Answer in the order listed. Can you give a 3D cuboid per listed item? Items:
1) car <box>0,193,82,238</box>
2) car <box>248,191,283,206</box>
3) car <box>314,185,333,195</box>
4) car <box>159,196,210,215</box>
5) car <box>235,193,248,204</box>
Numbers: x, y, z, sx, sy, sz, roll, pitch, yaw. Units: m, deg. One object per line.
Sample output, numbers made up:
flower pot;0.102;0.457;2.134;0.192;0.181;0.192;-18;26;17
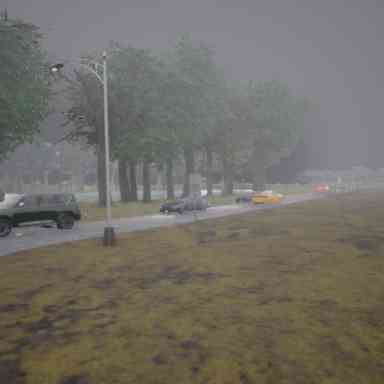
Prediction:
car;-8.535;1.085;17.324;2.150;2.045;5.566;-1;0;38
car;8.217;0.581;35.687;1.882;1.535;5.008;-1;1;35
car;21.650;-0.445;54.725;2.097;1.767;4.553;-1;2;35
car;-0.513;1.090;28.424;2.033;1.411;5.357;-1;1;35
car;6.823;0.696;38.800;1.895;1.301;4.718;-1;1;36
